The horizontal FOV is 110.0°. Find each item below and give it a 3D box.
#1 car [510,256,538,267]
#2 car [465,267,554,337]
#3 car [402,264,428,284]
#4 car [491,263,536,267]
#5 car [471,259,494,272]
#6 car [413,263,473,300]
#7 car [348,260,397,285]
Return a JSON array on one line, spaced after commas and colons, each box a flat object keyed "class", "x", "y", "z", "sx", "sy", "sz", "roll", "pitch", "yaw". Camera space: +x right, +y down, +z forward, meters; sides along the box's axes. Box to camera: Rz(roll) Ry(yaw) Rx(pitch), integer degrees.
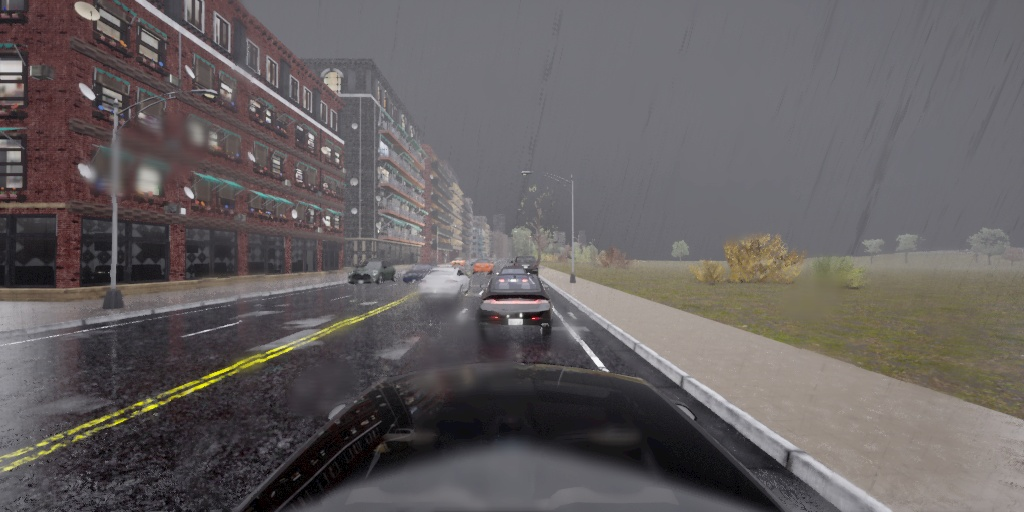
[{"class": "car", "x": 1.076, "y": 0.978, "z": 30.997, "sx": 2.150, "sy": 2.045, "sz": 5.566, "roll": 0, "pitch": 0, "yaw": 0}, {"class": "car", "x": 0.083, "y": 1.243, "z": 10.345, "sx": 2.128, "sy": 1.511, "sz": 4.902, "roll": 0, "pitch": 0, "yaw": 0}, {"class": "car", "x": -6.655, "y": 1.301, "z": 27.090, "sx": 2.033, "sy": 1.411, "sz": 5.357, "roll": 0, "pitch": 0, "yaw": 0}, {"class": "car", "x": 0.065, "y": 1.300, "z": 20.785, "sx": 2.033, "sy": 1.411, "sz": 5.357, "roll": 0, "pitch": 0, "yaw": 0}, {"class": "car", "x": -3.234, "y": 1.106, "z": 41.528, "sx": 2.097, "sy": 1.767, "sz": 4.553, "roll": 0, "pitch": 0, "yaw": 0}, {"class": "car", "x": -3.184, "y": 1.278, "z": 17.534, "sx": 1.812, "sy": 1.442, "sz": 4.674, "roll": 0, "pitch": 0, "yaw": 0}, {"class": "car", "x": -9.901, "y": 1.105, "z": 25.714, "sx": 2.097, "sy": 1.767, "sz": 4.553, "roll": 0, "pitch": 0, "yaw": 0}]
